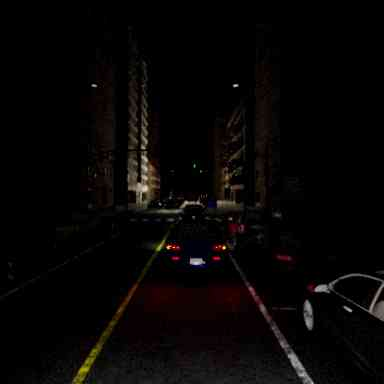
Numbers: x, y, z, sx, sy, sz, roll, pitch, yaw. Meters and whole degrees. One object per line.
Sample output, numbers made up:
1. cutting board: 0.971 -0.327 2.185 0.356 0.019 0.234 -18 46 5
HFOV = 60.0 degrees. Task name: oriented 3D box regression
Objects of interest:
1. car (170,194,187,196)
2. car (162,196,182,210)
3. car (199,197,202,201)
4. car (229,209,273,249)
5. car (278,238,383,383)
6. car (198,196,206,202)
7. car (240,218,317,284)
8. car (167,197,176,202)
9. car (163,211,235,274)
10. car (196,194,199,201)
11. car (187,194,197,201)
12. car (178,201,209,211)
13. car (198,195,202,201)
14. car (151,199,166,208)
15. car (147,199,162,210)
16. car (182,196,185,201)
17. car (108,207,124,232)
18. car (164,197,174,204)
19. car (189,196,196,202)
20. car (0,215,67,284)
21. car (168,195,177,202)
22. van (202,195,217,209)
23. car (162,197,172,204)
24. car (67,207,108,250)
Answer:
1. car: -2.685 1.518 67.990 2.150 2.045 5.566 0 0 0
2. car: -2.791 1.687 47.570 1.882 1.535 5.008 0 0 0
3. car: 2.694 1.840 58.927 1.802 1.307 4.206 0 0 0
4. car: 2.651 1.507 14.966 1.967 1.590 4.097 0 0 0
5. car: 2.640 1.569 3.928 2.008 1.369 4.403 0 0 0
6. car: 2.721 1.807 87.335 1.967 1.590 4.097 0 0 0
7. car: 2.646 1.624 9.447 1.802 1.307 4.206 0 0 0
8. car: -5.304 1.933 87.337 1.947 1.339 4.313 0 0 0
9. car: 0.112 1.573 10.631 1.812 1.442 4.674 0 0 0
10. car: 2.710 1.640 75.973 2.192 1.841 5.009 0 0 0
11. car: 0.074 1.683 77.668 2.097 1.767 4.553 0 0 0
12. car: 0.117 1.640 25.734 1.812 1.442 4.674 0 0 0
13. car: 2.705 1.886 70.290 1.802 1.307 4.206 0 0 0
14. car: -5.337 1.779 53.246 1.887 1.381 4.507 0 0 0
15. car: -5.343 1.760 47.564 2.008 1.369 4.403 0 0 0
16. car: -2.743 1.800 57.476 2.033 1.411 5.357 0 0 1
17. car: -5.369 1.642 20.483 2.008 1.369 4.403 0 0 0
18. car: -5.315 1.891 75.974 1.947 1.339 4.313 0 0 0
19. car: 0.084 1.835 87.699 1.812 1.442 4.674 0 0 0
20. car: -5.379 1.483 9.448 1.967 1.590 4.097 0 0 0
21. car: -5.298 1.703 93.020 2.192 1.841 5.009 0 0 0
22. van: 2.682 1.550 47.566 1.690 1.788 3.998 0 0 0
23. car: -5.321 1.829 70.122 1.752 1.417 4.829 0 0 0
24. car: -5.374 1.591 14.795 1.752 1.417 4.829 0 0 0
